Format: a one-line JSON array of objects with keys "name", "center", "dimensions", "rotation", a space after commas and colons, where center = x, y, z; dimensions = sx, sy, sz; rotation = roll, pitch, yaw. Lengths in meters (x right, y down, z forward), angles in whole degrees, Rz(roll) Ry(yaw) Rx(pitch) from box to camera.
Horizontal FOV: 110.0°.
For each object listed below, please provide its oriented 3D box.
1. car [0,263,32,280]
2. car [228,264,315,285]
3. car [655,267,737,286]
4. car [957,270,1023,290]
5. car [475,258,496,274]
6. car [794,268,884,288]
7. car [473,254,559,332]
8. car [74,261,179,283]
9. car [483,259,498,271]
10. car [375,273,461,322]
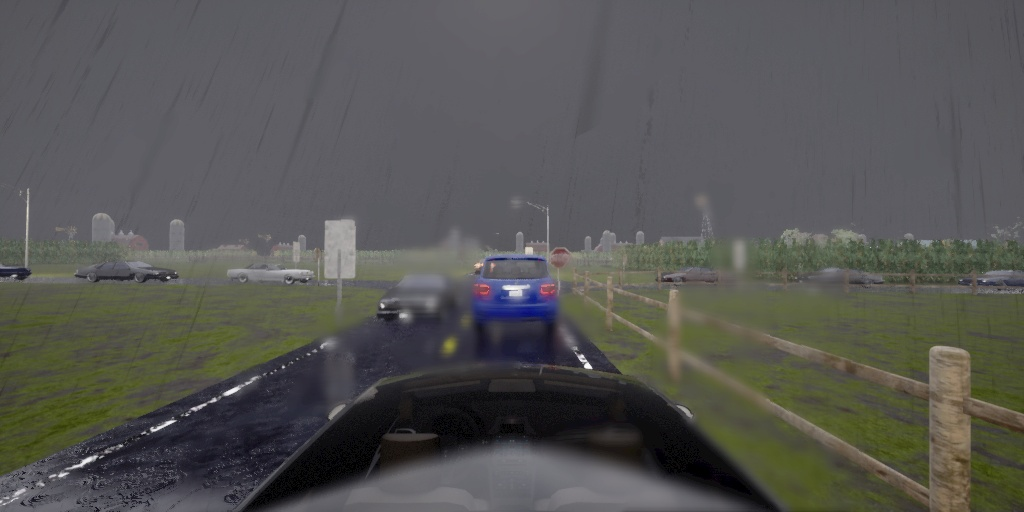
[{"name": "car", "center": [-35.127, 0.970, 23.723], "dimensions": [4.718, 1.301, 1.895], "rotation": [1, -1, 0]}, {"name": "car", "center": [-15.719, 1.171, 23.693], "dimensions": [4.718, 1.301, 1.895], "rotation": [1, -1, 0]}, {"name": "car", "center": [13.587, 1.489, 26.624], "dimensions": [5.357, 1.411, 2.033], "rotation": [1, -1, 1]}, {"name": "car", "center": [36.590, 1.765, 26.574], "dimensions": [5.357, 1.411, 2.033], "rotation": [1, -1, -1]}, {"name": "car", "center": [-2.934, 1.090, 40.619], "dimensions": [2.097, 1.767, 4.553], "rotation": [0, 0, 0]}, {"name": "car", "center": [24.217, 1.614, 26.595], "dimensions": [5.357, 1.411, 2.033], "rotation": [1, -1, 0]}, {"name": "car", "center": [0.054, 0.973, 10.968], "dimensions": [2.150, 2.045, 5.566], "rotation": [0, 0, -1]}, {"name": "car", "center": [-25.385, 1.016, 23.701], "dimensions": [5.357, 1.411, 2.033], "rotation": [1, -1, 0]}, {"name": "car", "center": [-2.951, 1.207, 50.524], "dimensions": [1.882, 1.535, 5.008], "rotation": [0, 0, 0]}, {"name": "car", "center": [-2.976, 1.300, 12.644], "dimensions": [2.033, 1.411, 5.357], "rotation": [0, 0, 0]}]
